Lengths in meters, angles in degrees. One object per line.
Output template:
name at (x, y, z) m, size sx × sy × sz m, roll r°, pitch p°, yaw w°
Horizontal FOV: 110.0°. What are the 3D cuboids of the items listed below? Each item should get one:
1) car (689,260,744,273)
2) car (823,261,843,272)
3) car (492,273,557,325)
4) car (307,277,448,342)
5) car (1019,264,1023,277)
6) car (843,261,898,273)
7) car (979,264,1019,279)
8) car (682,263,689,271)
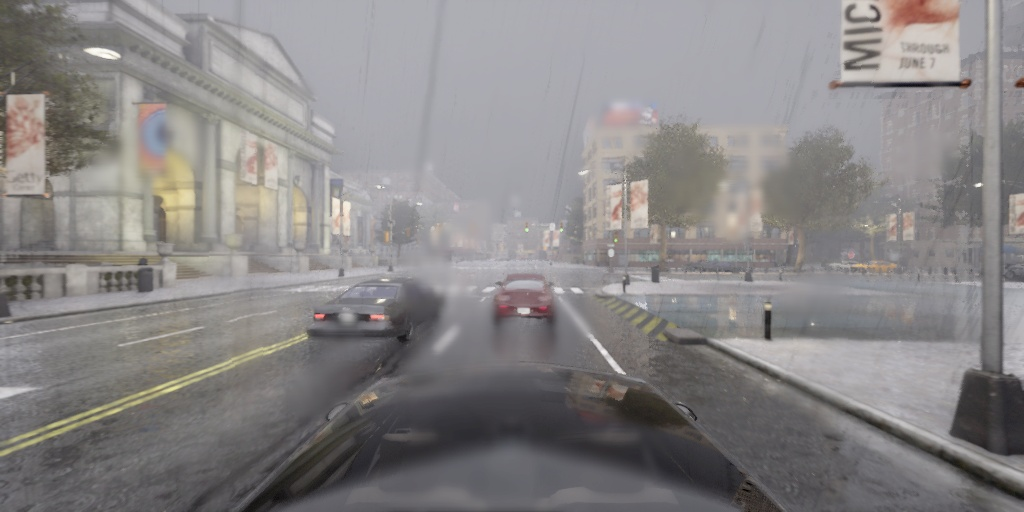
car at (24.824, 1.323, 43.152) m, size 5.357 × 1.411 × 2.033 m, roll 0°, pitch 0°, yaw 2°
car at (42.708, 1.353, 45.899) m, size 4.674 × 1.442 × 1.812 m, roll 0°, pitch 0°, yaw 2°
car at (0.418, 1.266, 11.667) m, size 1.812 × 1.442 × 4.674 m, roll 0°, pitch 0°, yaw 2°
car at (-3.170, 1.279, 9.665) m, size 2.033 × 1.411 × 5.357 m, roll 0°, pitch 0°, yaw 3°
car at (47.547, 1.335, 30.706) m, size 5.008 × 1.535 × 1.882 m, roll 0°, pitch 0°, yaw 2°
car at (42.863, 1.316, 42.388) m, size 5.008 × 1.535 × 1.882 m, roll 0°, pitch 0°, yaw 2°
car at (47.677, 1.418, 34.203) m, size 4.181 × 1.385 × 1.994 m, roll 0°, pitch 0°, yaw 2°
car at (24.700, 1.262, 46.648) m, size 4.902 × 1.511 × 2.128 m, roll 0°, pitch 0°, yaw 2°
